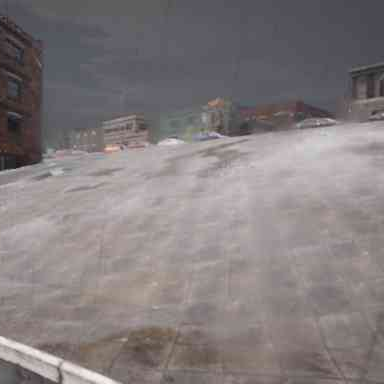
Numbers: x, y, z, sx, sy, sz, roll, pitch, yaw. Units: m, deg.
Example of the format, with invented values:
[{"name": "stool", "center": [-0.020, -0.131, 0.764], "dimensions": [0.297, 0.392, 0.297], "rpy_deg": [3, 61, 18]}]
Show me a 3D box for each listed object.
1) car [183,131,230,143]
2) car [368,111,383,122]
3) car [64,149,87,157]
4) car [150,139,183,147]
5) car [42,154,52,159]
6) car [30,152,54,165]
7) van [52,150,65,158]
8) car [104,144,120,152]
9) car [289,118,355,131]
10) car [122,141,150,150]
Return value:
[{"name": "car", "center": [1.787, -4.988, 31.711], "dimensions": [2.185, 1.767, 4.553], "rpy_deg": [0, 2, -44]}, {"name": "car", "center": [13.169, -4.353, 19.835], "dimensions": [2.231, 1.521, 4.892], "rpy_deg": [0, 2, -44]}, {"name": "car", "center": [-17.369, -5.664, 51.718], "dimensions": [2.231, 1.521, 4.892], "rpy_deg": [0, 2, -44]}, {"name": "car", "center": [-2.014, -4.986, 35.681], "dimensions": [2.002, 1.452, 4.674], "rpy_deg": [0, 2, -44]}, {"name": "car", "center": [-25.002, -5.916, 59.691], "dimensions": [2.002, 1.452, 4.674], "rpy_deg": [0, 1, -44]}, {"name": "car", "center": [-28.791, -6.343, 63.648], "dimensions": [2.435, 2.045, 5.566], "rpy_deg": [0, 1, -44]}, {"name": "van", "center": [-21.096, -6.036, 55.611], "dimensions": [1.878, 1.987, 4.442], "rpy_deg": [0, 2, -44]}, {"name": "car", "center": [-9.750, -5.482, 43.762], "dimensions": [2.185, 1.767, 4.553], "rpy_deg": [0, 2, -44]}, {"name": "car", "center": [9.348, -4.532, 23.814], "dimensions": [2.231, 1.521, 4.892], "rpy_deg": [0, 2, -44]}, {"name": "car", "center": [-5.934, -5.321, 39.776], "dimensions": [2.185, 1.767, 4.553], "rpy_deg": [0, 2, -44]}]
